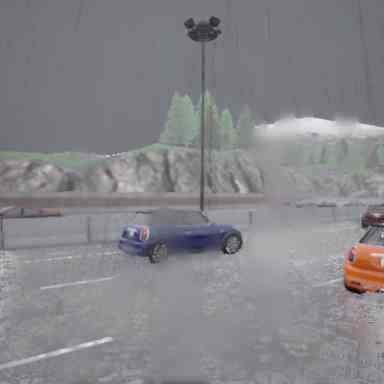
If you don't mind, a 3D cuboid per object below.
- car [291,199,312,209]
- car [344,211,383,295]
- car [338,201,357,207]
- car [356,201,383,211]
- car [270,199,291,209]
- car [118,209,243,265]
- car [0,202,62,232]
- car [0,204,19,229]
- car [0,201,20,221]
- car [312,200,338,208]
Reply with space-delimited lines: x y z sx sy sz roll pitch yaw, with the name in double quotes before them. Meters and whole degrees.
"car" 17.689 1.890 51.242 1.882 1.535 5.008 0 0 42
"car" 5.578 1.435 7.726 4.553 1.767 2.097 1 0 -36
"car" 22.660 1.971 46.270 2.033 1.411 5.357 0 0 42
"car" 13.373 1.575 22.485 4.553 1.767 2.097 1 -1 -39
"car" 14.141 1.870 52.560 1.882 1.535 5.008 0 0 42
"car" -0.253 1.415 12.163 4.553 1.767 2.097 1 0 -35
"car" -9.846 1.502 18.473 5.008 1.535 1.882 0 0 -36
"car" -13.409 1.511 20.229 4.892 1.490 1.837 1 0 -36
"car" -16.635 1.521 26.527 4.892 1.490 1.837 1 0 -36
"car" 19.560 2.011 48.072 1.895 1.301 4.718 0 0 42
